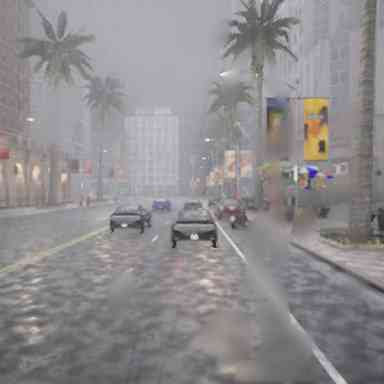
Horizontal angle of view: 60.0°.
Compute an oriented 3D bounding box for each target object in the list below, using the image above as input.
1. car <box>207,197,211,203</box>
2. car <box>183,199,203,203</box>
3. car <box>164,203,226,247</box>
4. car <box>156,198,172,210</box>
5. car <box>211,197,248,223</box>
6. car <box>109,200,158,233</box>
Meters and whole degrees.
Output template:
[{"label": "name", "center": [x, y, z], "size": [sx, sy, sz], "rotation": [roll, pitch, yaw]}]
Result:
[{"label": "car", "center": [3.379, 1.414, 49.789], "size": [2.161, 1.482, 4.786], "rotation": [0, 0, 0]}, {"label": "car", "center": [0.116, 1.438, 33.496], "size": [1.837, 1.490, 4.892], "rotation": [0, 0, 0]}, {"label": "car", "center": [0.090, 1.462, 14.821], "size": [2.128, 1.511, 4.902], "rotation": [0, 0, 0]}, {"label": "car", "center": [-3.340, 1.403, 37.863], "size": [1.882, 1.535, 5.008], "rotation": [0, 0, 1]}, {"label": "car", "center": [3.083, 1.299, 27.859], "size": [2.185, 1.767, 4.553], "rotation": [0, 0, 0]}, {"label": "car", "center": [-3.411, 1.453, 19.198], "size": [2.128, 1.511, 4.902], "rotation": [0, 0, 0]}]
